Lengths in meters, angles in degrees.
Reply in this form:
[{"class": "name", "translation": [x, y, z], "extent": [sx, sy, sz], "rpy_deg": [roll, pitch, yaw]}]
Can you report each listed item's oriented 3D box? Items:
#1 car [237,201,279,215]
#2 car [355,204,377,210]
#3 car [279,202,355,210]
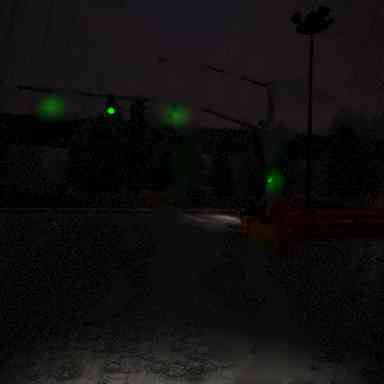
[{"class": "car", "translation": [6.225, 1.485, 28.893], "extent": [4.674, 1.442, 1.812], "rpy_deg": [1, 0, -13]}, {"class": "car", "translation": [15.035, 1.737, 31.188], "extent": [4.718, 1.301, 1.895], "rpy_deg": [1, 0, -15]}, {"class": "car", "translation": [9.831, 1.545, 26.214], "extent": [4.902, 1.511, 2.128], "rpy_deg": [1, 0, -15]}]
